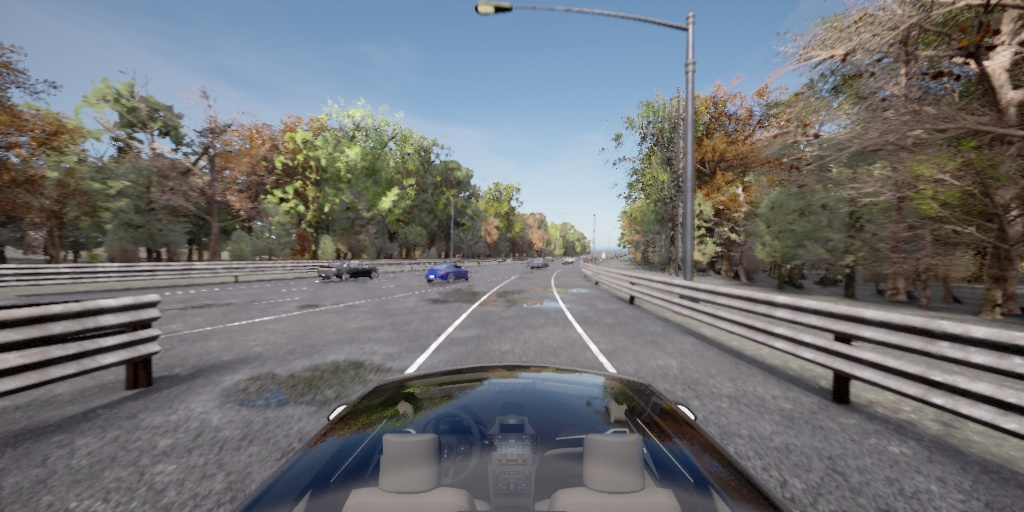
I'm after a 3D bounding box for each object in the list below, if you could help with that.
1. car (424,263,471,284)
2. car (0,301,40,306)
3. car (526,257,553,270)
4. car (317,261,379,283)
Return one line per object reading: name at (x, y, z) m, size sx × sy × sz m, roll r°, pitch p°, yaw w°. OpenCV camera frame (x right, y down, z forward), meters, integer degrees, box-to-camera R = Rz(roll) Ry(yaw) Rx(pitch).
car at (-4.619, 1.218, 26.099) m, size 1.812 × 1.442 × 4.674 m, roll 1°, pitch 0°, yaw 18°
car at (-11.175, 1.202, 6.074) m, size 1.812 × 1.442 × 4.674 m, roll 1°, pitch 0°, yaw 18°
car at (4.101, 1.260, 52.707) m, size 2.033 × 1.411 × 5.357 m, roll 1°, pitch 0°, yaw 18°
car at (-11.890, 1.089, 26.374) m, size 2.128 × 1.511 × 4.902 m, roll 1°, pitch 0°, yaw 18°
